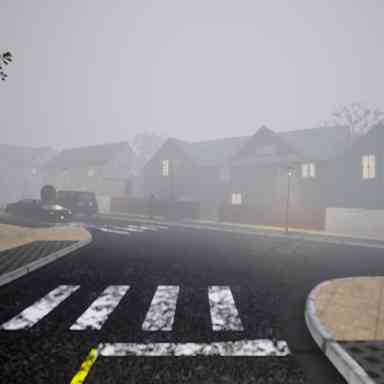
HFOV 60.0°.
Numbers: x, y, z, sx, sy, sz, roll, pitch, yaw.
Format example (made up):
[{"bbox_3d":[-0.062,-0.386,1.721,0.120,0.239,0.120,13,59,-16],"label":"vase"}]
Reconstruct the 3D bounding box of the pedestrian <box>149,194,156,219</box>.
[{"bbox_3d":[-3.035,1.083,25.014,0.375,1.860,0.375,-1,-5,32],"label":"pedestrian"}]

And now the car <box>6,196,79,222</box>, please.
[{"bbox_3d":[-10.590,1.171,22.849,5.357,1.411,2.033,2,0,32],"label":"car"}]

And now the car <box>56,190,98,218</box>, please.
[{"bbox_3d":[-9.725,0.888,25.811,5.566,2.045,2.150,2,0,32],"label":"car"}]
